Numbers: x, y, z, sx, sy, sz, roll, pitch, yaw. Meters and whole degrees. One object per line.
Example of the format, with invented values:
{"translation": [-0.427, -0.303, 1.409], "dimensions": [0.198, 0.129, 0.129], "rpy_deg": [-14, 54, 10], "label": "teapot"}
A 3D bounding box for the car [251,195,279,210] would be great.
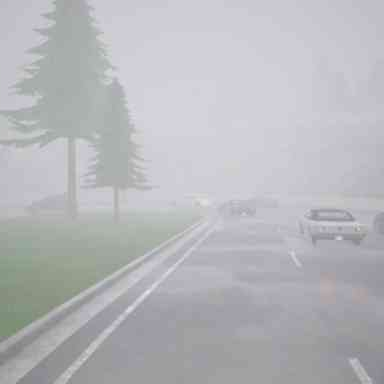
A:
{"translation": [6.704, 1.059, 34.158], "dimensions": [1.812, 1.442, 4.674], "rpy_deg": [0, 1, -38], "label": "car"}

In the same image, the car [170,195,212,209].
{"translation": [-0.172, 1.045, 35.313], "dimensions": [4.674, 1.442, 1.812], "rpy_deg": [0, 0, 28], "label": "car"}

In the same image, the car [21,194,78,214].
{"translation": [-12.777, 0.949, 29.867], "dimensions": [4.553, 1.767, 2.097], "rpy_deg": [-1, 1, -40], "label": "car"}

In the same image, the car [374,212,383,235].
{"translation": [9.423, 1.294, 14.185], "dimensions": [2.128, 1.511, 4.902], "rpy_deg": [0, 1, 10], "label": "car"}

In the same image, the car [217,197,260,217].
{"translation": [3.393, 1.241, 26.325], "dimensions": [1.895, 1.301, 4.718], "rpy_deg": [0, 1, -10], "label": "car"}

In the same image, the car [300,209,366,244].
{"translation": [5.926, 1.399, 14.614], "dimensions": [1.895, 1.301, 4.718], "rpy_deg": [0, 1, 11], "label": "car"}
